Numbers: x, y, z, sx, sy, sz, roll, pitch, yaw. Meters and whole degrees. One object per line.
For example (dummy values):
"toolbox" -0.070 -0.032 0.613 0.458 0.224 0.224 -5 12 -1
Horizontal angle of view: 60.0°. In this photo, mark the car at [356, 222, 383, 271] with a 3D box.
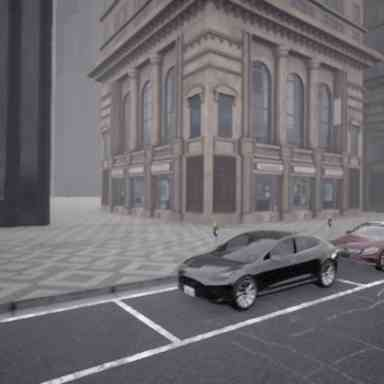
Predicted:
"car" 6.284 1.671 11.135 4.206 1.307 1.802 1 0 -36

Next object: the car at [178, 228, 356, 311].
"car" 1.726 1.611 7.880 4.313 1.339 1.947 1 0 -36
